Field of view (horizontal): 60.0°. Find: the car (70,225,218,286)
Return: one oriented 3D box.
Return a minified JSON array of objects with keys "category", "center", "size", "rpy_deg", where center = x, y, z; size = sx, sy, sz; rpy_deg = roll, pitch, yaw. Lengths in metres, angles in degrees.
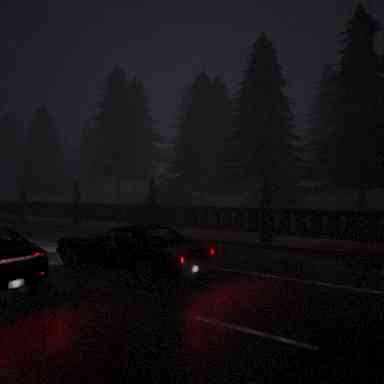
[{"category":"car","center":[-1.730,1.585,9.382],"size":[4.718,1.301,1.895],"rpy_deg":[0,0,35]}]

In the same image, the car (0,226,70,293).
[{"category":"car","center":[-5.249,1.483,7.554],"size":[4.902,1.511,2.128],"rpy_deg":[0,0,35]}]
